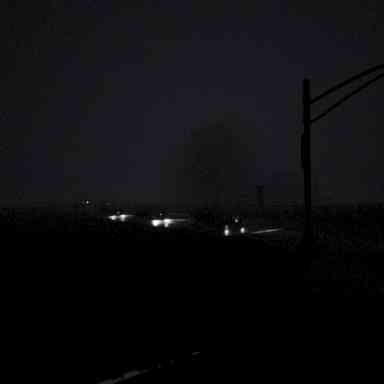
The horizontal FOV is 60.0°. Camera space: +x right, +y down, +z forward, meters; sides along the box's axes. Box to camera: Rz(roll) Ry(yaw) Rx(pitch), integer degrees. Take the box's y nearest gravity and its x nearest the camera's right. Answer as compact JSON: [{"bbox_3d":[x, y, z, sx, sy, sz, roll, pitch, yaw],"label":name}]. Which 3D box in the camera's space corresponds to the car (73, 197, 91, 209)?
[{"bbox_3d":[-20.425,2.028,62.250,2.150,2.045,5.566,-1,0,-36],"label":"car"}]

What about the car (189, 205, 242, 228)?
[{"bbox_3d":[1.662,1.771,25.126,2.128,1.511,4.902,-1,0,-36],"label":"car"}]

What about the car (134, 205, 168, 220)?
[{"bbox_3d":[-4.168,1.981,33.243,1.994,1.385,4.181,-1,0,-37],"label":"car"}]

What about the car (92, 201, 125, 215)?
[{"bbox_3d":[-10.315,2.110,41.843,2.033,1.411,5.357,-1,0,-35],"label":"car"}]

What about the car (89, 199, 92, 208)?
[{"bbox_3d":[-14.369,2.153,53.812,2.128,1.511,4.902,-1,0,-35],"label":"car"}]
